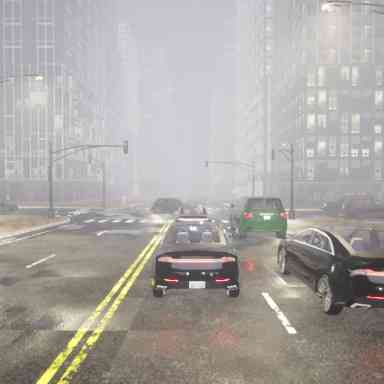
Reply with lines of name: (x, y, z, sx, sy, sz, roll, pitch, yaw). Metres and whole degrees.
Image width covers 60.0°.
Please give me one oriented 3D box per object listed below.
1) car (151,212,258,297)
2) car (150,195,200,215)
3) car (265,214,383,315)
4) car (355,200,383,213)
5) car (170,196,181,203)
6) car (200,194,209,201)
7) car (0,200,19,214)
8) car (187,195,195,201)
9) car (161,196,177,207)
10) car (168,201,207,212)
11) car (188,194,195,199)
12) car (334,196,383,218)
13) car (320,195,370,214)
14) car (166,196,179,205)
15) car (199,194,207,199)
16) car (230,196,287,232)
car: (0.077, 1.487, 8.527, 2.128, 1.511, 4.902, 0, 0, 0)
car: (-1.769, 1.354, 32.948, 4.553, 1.767, 2.097, 1, 1, 1)
car: (3.327, 1.488, 7.518, 2.128, 1.511, 4.902, 0, 0, 0)
car: (21.705, 1.641, 38.433, 4.829, 1.417, 1.752, 1, 0, 1)
car: (-3.442, 1.490, 70.642, 1.994, 1.385, 4.181, 0, 0, 0)
car: (3.031, 1.510, 81.331, 1.895, 1.301, 4.718, 0, 0, 0)
car: (-19.672, 1.404, 33.213, 4.181, 1.385, 1.994, 1, 1, 1)
car: (-0.218, 1.454, 80.878, 2.033, 1.411, 5.357, 0, 0, 0)
car: (-3.481, 1.453, 51.405, 2.128, 1.511, 4.902, 0, 0, 0)
car: (0.051, 1.482, 17.712, 2.128, 1.511, 4.902, 0, 0, 0)
car: (-0.247, 1.333, 91.325, 1.895, 1.301, 4.718, 0, 0, 0)
car: (16.119, 1.518, 30.131, 5.009, 1.841, 2.192, 1, 0, 1)
car: (16.853, 1.337, 35.901, 5.566, 2.045, 2.150, 1, 1, 1)
car: (-3.486, 1.514, 60.614, 1.994, 1.385, 4.181, 0, 0, 0)
car: (3.004, 1.291, 91.303, 1.994, 1.385, 4.181, 0, 0, 0)
car: (3.302, 1.212, 17.360, 2.150, 2.045, 5.566, 0, 0, 0)
